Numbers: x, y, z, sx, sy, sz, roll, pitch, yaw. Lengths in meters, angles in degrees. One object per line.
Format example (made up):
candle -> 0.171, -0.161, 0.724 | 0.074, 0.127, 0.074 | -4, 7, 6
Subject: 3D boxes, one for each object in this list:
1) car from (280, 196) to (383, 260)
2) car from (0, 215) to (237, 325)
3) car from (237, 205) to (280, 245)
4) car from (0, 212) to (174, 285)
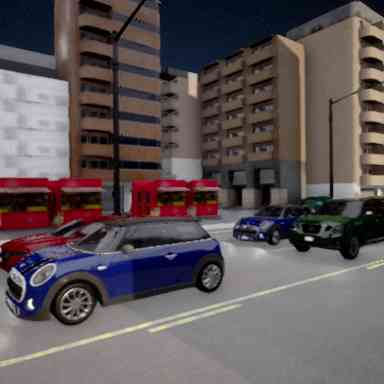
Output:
car -> 6.207, 1.259, 13.061 | 5.566, 2.045, 2.150 | 0, 0, -37
car -> -1.455, 1.379, 7.304 | 4.553, 1.767, 2.097 | 0, 0, -37
car -> 4.098, 1.405, 15.863 | 4.553, 1.767, 2.097 | 0, 0, -37
car -> -3.150, 1.517, 10.430 | 5.008, 1.535, 1.882 | 0, 0, -39
